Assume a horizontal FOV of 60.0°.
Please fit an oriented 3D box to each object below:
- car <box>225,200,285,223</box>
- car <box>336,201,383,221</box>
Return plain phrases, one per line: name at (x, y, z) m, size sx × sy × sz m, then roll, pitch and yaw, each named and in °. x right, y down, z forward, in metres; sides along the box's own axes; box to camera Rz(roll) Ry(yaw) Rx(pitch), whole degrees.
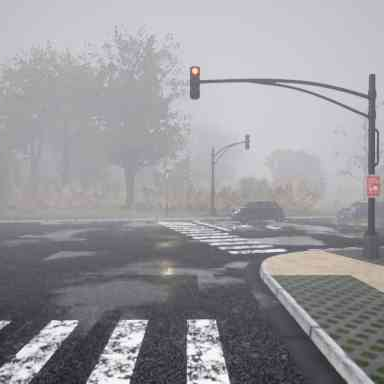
car at (4.849, 1.428, 25.803) m, size 4.553 × 1.767 × 2.097 m, roll 1°, pitch 0°, yaw -19°
car at (15.020, 1.584, 29.227) m, size 4.553 × 1.767 × 2.097 m, roll 1°, pitch 0°, yaw -18°
